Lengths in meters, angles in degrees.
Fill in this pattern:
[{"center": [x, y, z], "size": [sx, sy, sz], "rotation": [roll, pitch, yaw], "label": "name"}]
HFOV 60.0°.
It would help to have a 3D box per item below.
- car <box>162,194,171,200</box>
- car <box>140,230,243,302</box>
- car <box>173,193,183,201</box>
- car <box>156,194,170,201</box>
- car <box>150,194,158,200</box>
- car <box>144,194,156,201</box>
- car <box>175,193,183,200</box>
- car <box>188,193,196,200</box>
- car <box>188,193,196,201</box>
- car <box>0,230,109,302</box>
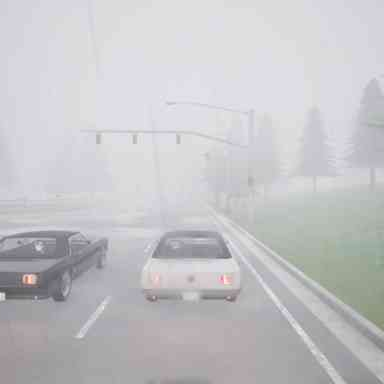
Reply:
[{"center": [-7.077, 1.372, 92.487], "size": [2.033, 1.411, 5.357], "rotation": [0, 0, 0], "label": "car"}, {"center": [0.006, 1.601, 8.236], "size": [1.895, 1.301, 4.718], "rotation": [0, 0, 0], "label": "car"}, {"center": [-3.569, 1.348, 82.456], "size": [2.097, 1.767, 4.553], "rotation": [0, 0, 0], "label": "car"}, {"center": [-7.069, 1.517, 82.067], "size": [2.128, 1.511, 4.902], "rotation": [0, 0, 0], "label": "car"}, {"center": [-10.577, 1.357, 92.484], "size": [1.812, 1.442, 4.674], "rotation": [0, 0, 0], "label": "car"}, {"center": [-10.569, 1.588, 82.511], "size": [1.895, 1.301, 4.718], "rotation": [0, 0, 0], "label": "car"}, {"center": [-3.577, 1.187, 92.460], "size": [2.097, 1.767, 4.553], "rotation": [0, 0, 0], "label": "car"}, {"center": [-0.077, 1.187, 92.463], "size": [2.097, 1.767, 4.553], "rotation": [0, 0, 0], "label": "car"}, {"center": [-0.069, 1.517, 82.073], "size": [2.128, 1.511, 4.902], "rotation": [0, 0, 0], "label": "car"}, {"center": [-3.494, 1.601, 8.233], "size": [1.895, 1.301, 4.718], "rotation": [0, 0, 0], "label": "car"}]
